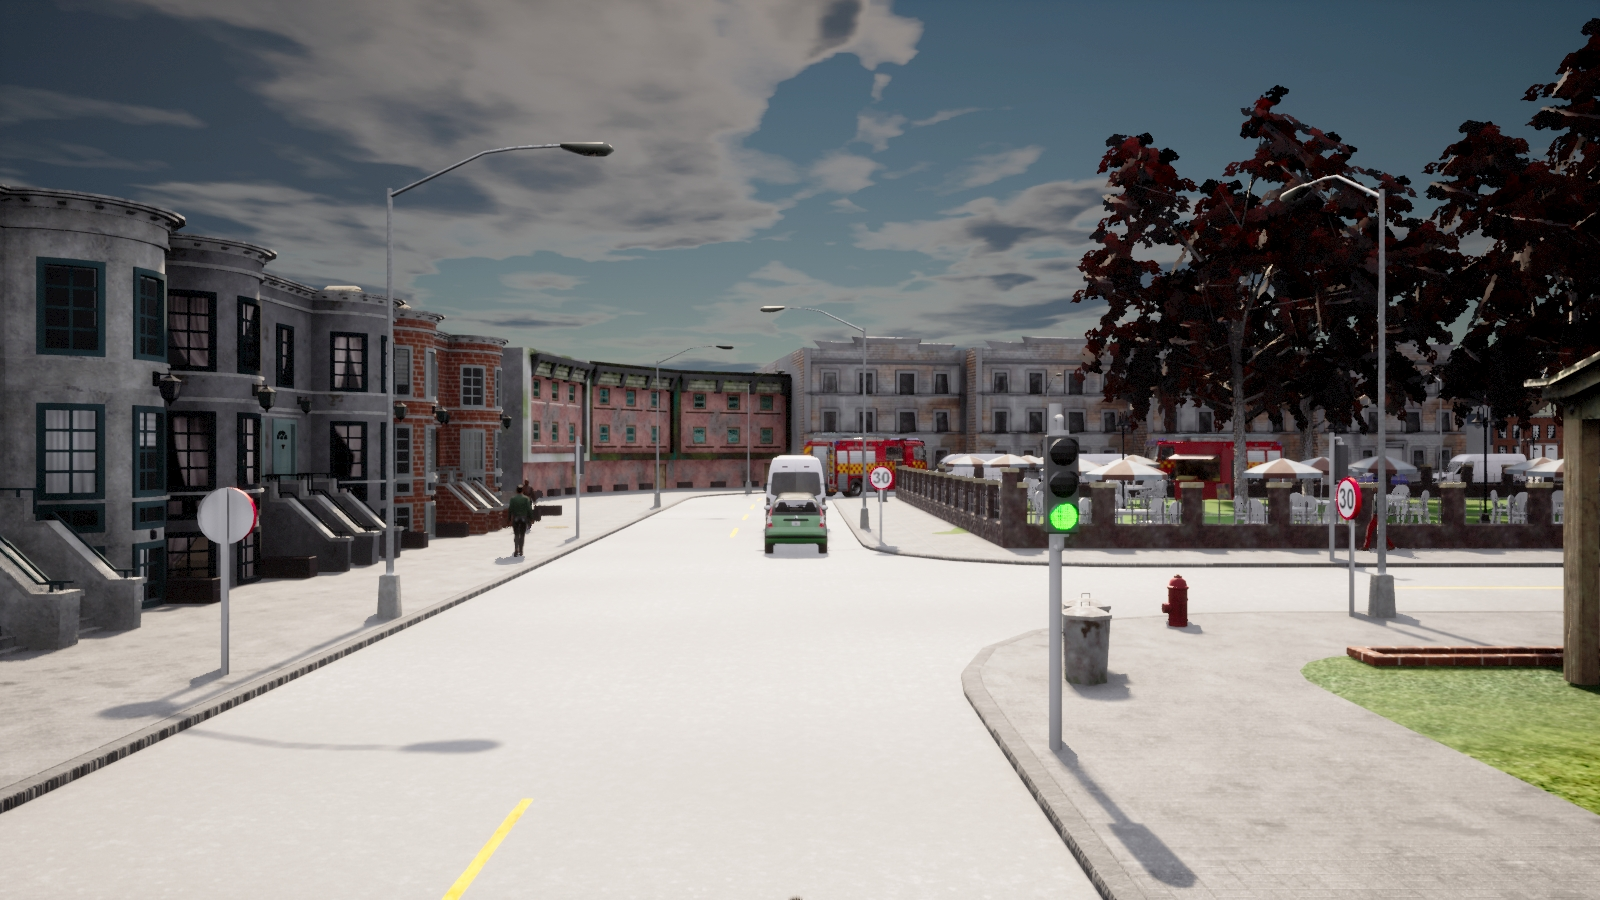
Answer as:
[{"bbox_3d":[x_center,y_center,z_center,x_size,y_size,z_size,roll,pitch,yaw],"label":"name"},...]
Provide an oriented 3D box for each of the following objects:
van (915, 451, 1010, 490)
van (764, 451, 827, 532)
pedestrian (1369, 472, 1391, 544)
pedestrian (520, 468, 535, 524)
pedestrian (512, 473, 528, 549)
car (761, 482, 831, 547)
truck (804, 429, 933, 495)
[{"bbox_3d":[10.550,1.314,74.428,5.915,2.561,1.988,0,0,0],"label":"van"},{"bbox_3d":[-0.147,1.315,39.074,1.988,2.561,5.915,0,0,0],"label":"van"},{"bbox_3d":[15.232,1.517,29.998,0.375,1.860,0.375,0,0,1],"label":"pedestrian"},{"bbox_3d":[-9.057,1.524,37.963,0.375,1.860,0.375,0,0,4],"label":"pedestrian"},{"bbox_3d":[-7.031,1.524,28.681,0.375,1.860,0.375,0,0,-11],"label":"pedestrian"},{"bbox_3d":[-0.119,1.779,32.373,1.851,1.617,3.988,0,0,0],"label":"car"},{"bbox_3d":[4.295,0.672,70.228,8.468,3.827,2.891,0,0,-43],"label":"truck"}]
